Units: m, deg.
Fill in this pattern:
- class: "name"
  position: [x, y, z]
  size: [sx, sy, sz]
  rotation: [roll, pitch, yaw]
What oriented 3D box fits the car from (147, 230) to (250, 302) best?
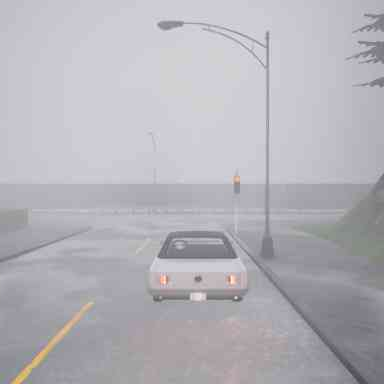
- class: "car"
  position: [0.116, 1.601, 8.226]
  size: [1.895, 1.301, 4.718]
  rotation: [0, 0, 0]
